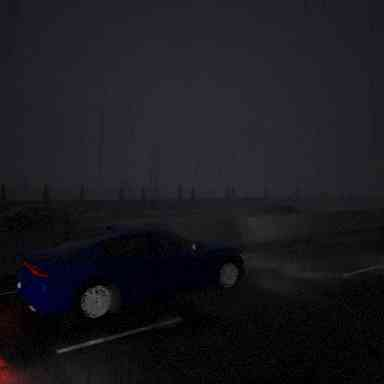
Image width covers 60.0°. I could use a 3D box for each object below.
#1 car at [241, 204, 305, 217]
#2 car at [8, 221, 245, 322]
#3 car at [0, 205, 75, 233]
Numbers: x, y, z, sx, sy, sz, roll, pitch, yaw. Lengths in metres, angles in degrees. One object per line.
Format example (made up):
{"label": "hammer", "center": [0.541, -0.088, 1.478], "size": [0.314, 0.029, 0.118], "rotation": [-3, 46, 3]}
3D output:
{"label": "car", "center": [5.018, 1.505, 20.460], "size": [4.892, 1.490, 1.837], "rotation": [0, 0, -35]}
{"label": "car", "center": [-1.023, 1.477, 7.314], "size": [5.008, 1.535, 1.882], "rotation": [0, 0, -35]}
{"label": "car", "center": [-9.237, 1.504, 18.898], "size": [4.892, 1.490, 1.837], "rotation": [0, 0, -35]}
